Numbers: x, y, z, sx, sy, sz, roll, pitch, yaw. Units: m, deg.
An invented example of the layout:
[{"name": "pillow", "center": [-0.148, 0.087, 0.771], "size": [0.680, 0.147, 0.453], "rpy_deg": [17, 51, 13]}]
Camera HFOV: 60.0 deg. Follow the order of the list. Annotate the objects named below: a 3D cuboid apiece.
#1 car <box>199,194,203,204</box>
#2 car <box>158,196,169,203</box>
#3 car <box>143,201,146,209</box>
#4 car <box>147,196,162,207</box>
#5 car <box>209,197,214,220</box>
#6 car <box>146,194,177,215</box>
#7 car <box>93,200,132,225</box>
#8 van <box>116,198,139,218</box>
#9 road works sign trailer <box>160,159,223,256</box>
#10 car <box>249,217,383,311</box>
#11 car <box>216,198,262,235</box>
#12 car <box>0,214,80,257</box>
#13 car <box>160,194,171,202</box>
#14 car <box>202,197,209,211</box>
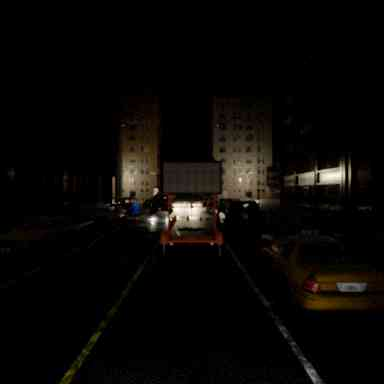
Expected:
[{"name": "car", "center": [2.630, 1.502, 52.668], "size": [1.967, 1.590, 4.097], "rpy_deg": [0, 0, 0]}, {"name": "car", "center": [-5.908, 1.626, 69.606], "size": [1.947, 1.339, 4.313], "rpy_deg": [0, 0, 0]}, {"name": "car", "center": [-5.892, 1.645, 47.046], "size": [1.802, 1.307, 4.206], "rpy_deg": [0, 0, 0]}, {"name": "car", "center": [-5.896, 1.503, 52.687], "size": [1.967, 1.590, 4.097], "rpy_deg": [0, 0, 0]}, {"name": "car", "center": [2.649, 1.361, 24.471], "size": [2.192, 1.841, 5.009], "rpy_deg": [0, 0, 0]}, {"name": "car", "center": [-3.123, 1.281, 35.083], "size": [2.150, 2.045, 5.566], "rpy_deg": [0, 0, 0]}, {"name": "car", "center": [-5.877, 1.571, 24.314], "size": [1.752, 1.417, 4.829], "rpy_deg": [0, 0, 0]}, {"name": "van", "center": [-5.881, 1.395, 30.127], "size": [1.690, 1.788, 3.998], "rpy_deg": [0, 0, 0]}, {"name": "road works sign trailer", "center": [-0.009, 0.490, 13.295], "size": [2.380, 3.560, 2.880], "rpy_deg": [0, 0, 0]}, {"name": "car", "center": [2.661, 1.540, 7.762], "size": [1.752, 1.417, 4.829], "rpy_deg": [0, 0, 1]}, {"name": "car", "center": [2.653, 1.352, 18.830], "size": [2.192, 1.841, 5.009], "rpy_deg": [0, 0, 0]}, {"name": "car", "center": [-5.876, 1.550, 13.001], "size": [1.752, 1.417, 4.829], "rpy_deg": [0, 0, 1]}, {"name": "car", "center": [-5.912, 1.375, 75.246], "size": [2.192, 1.841, 5.009], "rpy_deg": [0, 0, 0]}, {"name": "car", "center": [2.638, 1.612, 41.389], "size": [2.008, 1.369, 4.403], "rpy_deg": [0, 0, 0]}]
